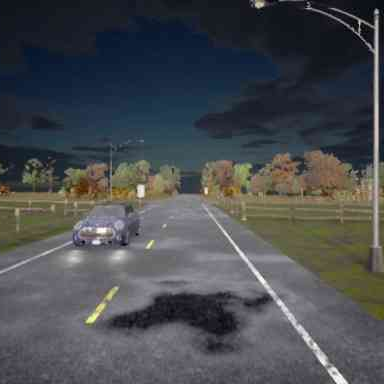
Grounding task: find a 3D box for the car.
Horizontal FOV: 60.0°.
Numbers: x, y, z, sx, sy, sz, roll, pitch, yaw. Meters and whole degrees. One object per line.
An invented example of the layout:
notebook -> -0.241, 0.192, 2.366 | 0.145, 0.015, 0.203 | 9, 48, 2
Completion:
car -> -3.595, 1.285, 14.738 | 2.097, 1.767, 4.553 | 0, 0, 0
